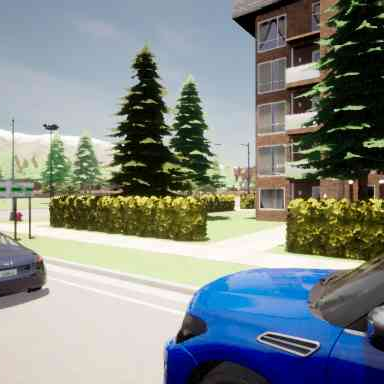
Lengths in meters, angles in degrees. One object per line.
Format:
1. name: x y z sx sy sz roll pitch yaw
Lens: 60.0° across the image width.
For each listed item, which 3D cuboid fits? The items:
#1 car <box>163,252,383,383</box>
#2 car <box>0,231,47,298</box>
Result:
1. car: 2.377 1.221 2.293 5.566 2.045 2.150 0 0 36
2. car: -5.238 1.564 7.698 4.181 1.385 1.994 0 0 36
